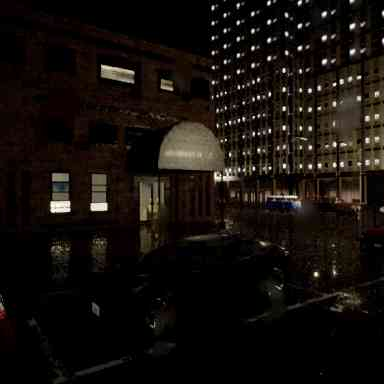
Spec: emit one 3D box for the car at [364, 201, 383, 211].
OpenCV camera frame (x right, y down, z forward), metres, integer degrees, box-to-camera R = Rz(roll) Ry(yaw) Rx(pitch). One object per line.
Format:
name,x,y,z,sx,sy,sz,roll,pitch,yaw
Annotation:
car,20.004,1.499,36.525,2.008,1.369,4.403,0,0,-35

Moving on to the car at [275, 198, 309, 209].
car,13.676,1.514,45.622,1.802,1.307,4.206,0,0,-35

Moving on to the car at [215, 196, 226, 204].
car,4.086,1.437,59.407,1.752,1.417,4.829,0,0,-35

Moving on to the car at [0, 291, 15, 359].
car,-4.282,1.440,3.516,4.097,1.590,1.967,0,0,-35

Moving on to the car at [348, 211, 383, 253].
car,8.031,1.543,12.430,4.507,1.381,1.887,0,0,-35

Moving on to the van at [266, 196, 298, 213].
van,9.959,1.326,36.287,1.690,1.788,3.998,0,0,-35

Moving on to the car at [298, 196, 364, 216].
car,13.123,1.308,31.738,2.192,1.841,5.009,0,0,-35

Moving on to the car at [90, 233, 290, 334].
car,0.185,1.565,6.764,4.313,1.339,1.947,0,0,-35
